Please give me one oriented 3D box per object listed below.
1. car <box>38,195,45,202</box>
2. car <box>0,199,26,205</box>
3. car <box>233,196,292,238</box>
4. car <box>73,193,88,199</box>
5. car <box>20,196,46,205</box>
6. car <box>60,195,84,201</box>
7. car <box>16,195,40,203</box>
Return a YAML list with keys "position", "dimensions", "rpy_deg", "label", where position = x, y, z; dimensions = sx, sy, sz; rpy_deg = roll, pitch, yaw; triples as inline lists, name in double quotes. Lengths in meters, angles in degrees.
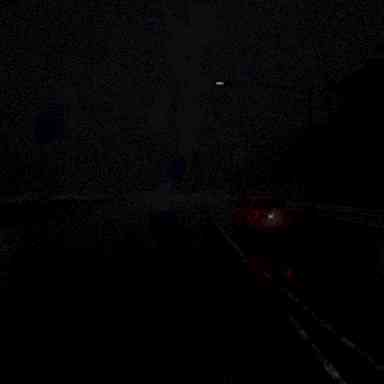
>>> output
- position: [-24.557, 1.275, 51.134]
  dimensions: [2.097, 1.767, 4.553]
  rpy_deg: [0, 0, 0]
  label: "car"
- position: [-17.594, 1.553, 30.582]
  dimensions: [1.895, 1.301, 4.718]
  rpy_deg: [0, 0, 0]
  label: "car"
- position: [3.540, 1.202, 17.560]
  dimensions: [2.150, 2.045, 5.566]
  rpy_deg: [0, 0, -1]
  label: "car"
- position: [-20.991, 1.137, 61.627]
  dimensions: [2.150, 2.045, 5.566]
  rpy_deg: [0, 0, 0]
  label: "car"
- position: [-27.993, 1.512, 58.911]
  dimensions: [2.033, 1.411, 5.357]
  rpy_deg: [0, 0, 0]
  label: "car"
- position: [-17.572, 1.474, 47.273]
  dimensions: [2.033, 1.411, 5.357]
  rpy_deg: [0, 0, 0]
  label: "car"
- position: [-21.070, 1.461, 40.916]
  dimensions: [1.812, 1.442, 4.674]
  rpy_deg: [0, 0, 0]
  label: "car"
